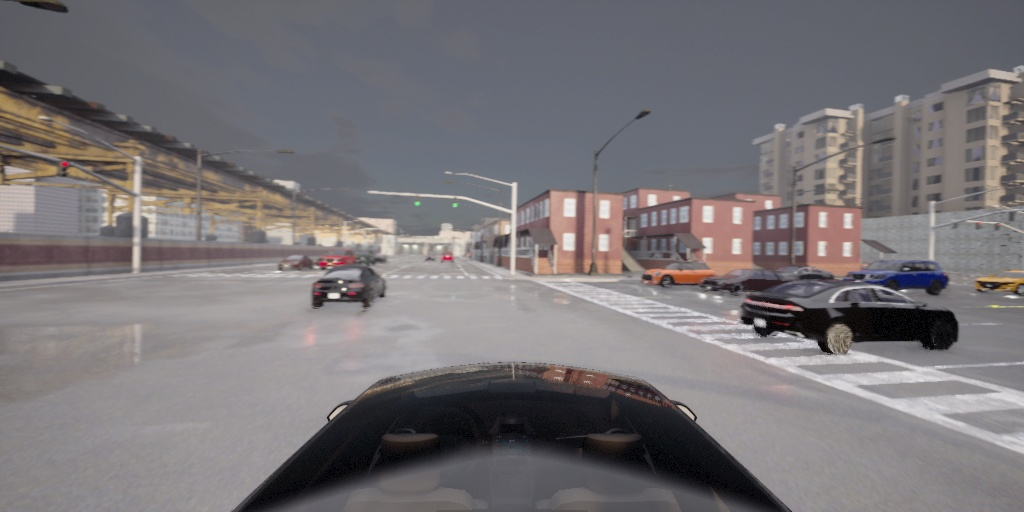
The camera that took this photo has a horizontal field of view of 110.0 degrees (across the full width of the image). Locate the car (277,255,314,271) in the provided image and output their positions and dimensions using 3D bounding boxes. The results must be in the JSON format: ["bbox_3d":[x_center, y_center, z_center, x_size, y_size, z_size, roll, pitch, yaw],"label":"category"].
[{"bbox_3d":[-20.539,0.593,34.325,1.812,1.442,4.674,1,0,-10],"label":"car"}]

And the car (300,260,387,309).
[{"bbox_3d":[-5.981,1.058,13.510,1.812,1.442,4.674,1,0,-10],"label":"car"}]

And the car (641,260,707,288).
[{"bbox_3d":[10.798,1.139,23.381,4.553,1.767,2.097,1,0,-10],"label":"car"}]

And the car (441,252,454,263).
[{"bbox_3d":[-11.579,0.215,64.351,2.150,2.045,5.566,1,0,-10],"label":"car"}]

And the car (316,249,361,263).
[{"bbox_3d":[-17.237,0.342,35.796,2.150,2.045,5.566,1,0,-10],"label":"car"}]

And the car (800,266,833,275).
[{"bbox_3d":[19.799,1.446,24.990,4.902,1.511,2.128,1,0,-10],"label":"car"}]

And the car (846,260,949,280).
[{"bbox_3d":[23.568,1.276,22.103,5.566,2.045,2.150,1,0,-10],"label":"car"}]

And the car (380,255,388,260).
[{"bbox_3d":[-20.772,0.483,56.074,1.895,1.301,4.718,1,0,-10],"label":"car"}]

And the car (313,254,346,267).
[{"bbox_3d":[-22.191,0.502,43.895,2.033,1.411,5.357,1,0,-10],"label":"car"}]

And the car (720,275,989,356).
[{"bbox_3d":[7.984,1.345,8.580,4.902,1.511,2.128,1,0,-11],"label":"car"}]

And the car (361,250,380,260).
[{"bbox_3d":[-18.995,0.223,46.003,2.150,2.045,5.566,1,0,-10],"label":"car"}]

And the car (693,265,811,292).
[{"bbox_3d":[13.519,1.415,20.324,5.357,1.411,2.033,1,0,-10],"label":"car"}]

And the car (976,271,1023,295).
[{"bbox_3d":[33.706,1.721,23.883,5.008,1.535,1.882,1,0,-10],"label":"car"}]
